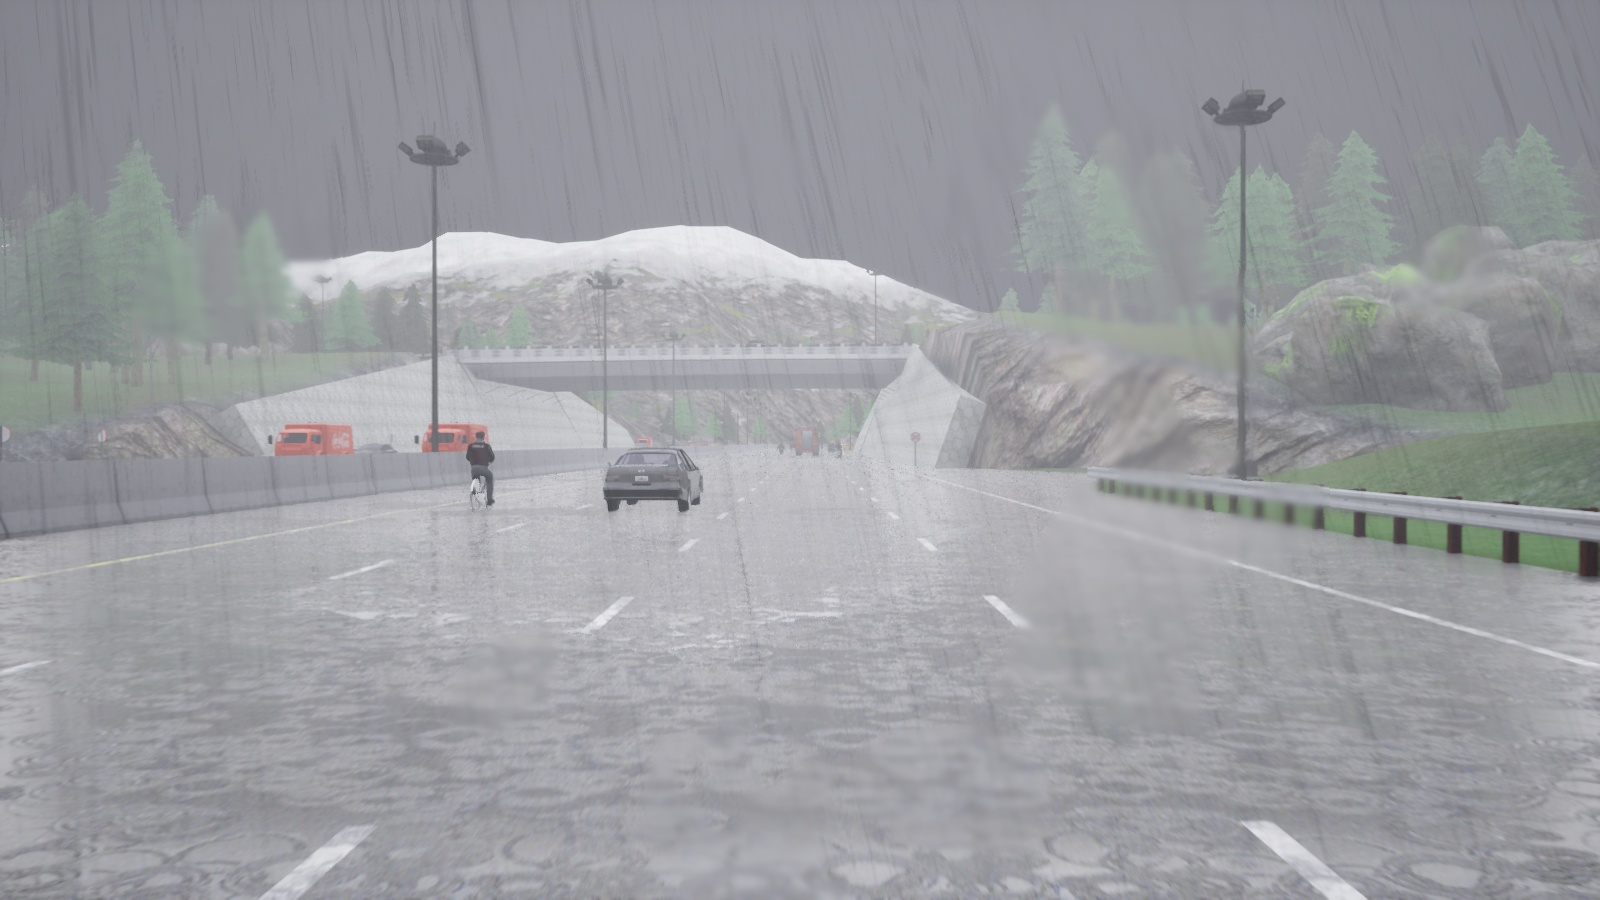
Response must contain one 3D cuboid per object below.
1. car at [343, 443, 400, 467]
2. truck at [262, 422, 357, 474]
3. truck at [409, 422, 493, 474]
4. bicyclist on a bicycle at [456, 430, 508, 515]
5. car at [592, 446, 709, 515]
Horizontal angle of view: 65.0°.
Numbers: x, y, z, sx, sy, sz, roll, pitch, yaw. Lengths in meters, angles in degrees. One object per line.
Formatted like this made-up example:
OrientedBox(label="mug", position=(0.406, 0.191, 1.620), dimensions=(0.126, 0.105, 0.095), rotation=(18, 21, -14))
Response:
OrientedBox(label="car", position=(-27.641, 0.271, 81.211), dimensions=(1.837, 1.490, 4.892), rotation=(0, 0, 2))
OrientedBox(label="truck", position=(-24.132, -0.109, 61.979), dimensions=(2.627, 2.467, 5.204), rotation=(0, 0, 0))
OrientedBox(label="truck", position=(-17.132, -0.103, 61.945), dimensions=(2.627, 2.467, 5.204), rotation=(0, 0, 0))
OrientedBox(label="bicyclist on a bicycle", position=(-6.831, 0.459, 27.059), dimensions=(0.659, 1.776, 1.843), rotation=(0, 1, 0))
OrientedBox(label="car", position=(-3.320, 0.628, 28.950), dimensions=(2.033, 1.411, 5.357), rotation=(0, 0, 0))
